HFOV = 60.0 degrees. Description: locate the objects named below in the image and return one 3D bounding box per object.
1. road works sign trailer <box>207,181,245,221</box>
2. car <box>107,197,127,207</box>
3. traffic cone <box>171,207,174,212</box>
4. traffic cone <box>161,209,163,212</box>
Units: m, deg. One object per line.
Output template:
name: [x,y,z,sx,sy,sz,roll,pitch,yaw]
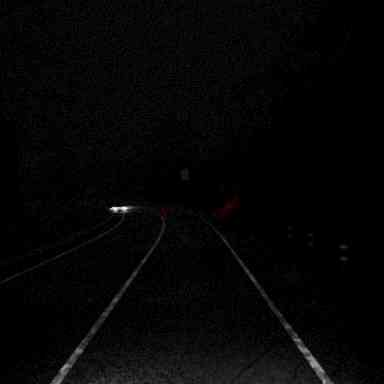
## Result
road works sign trailer: [1.912,0.444,22.325,2.380,2.880,3.560,-38,-1,7]
car: [-10.528,1.370,46.637,1.994,1.385,4.181,-3,1,-27]
traffic cone: [-2.083,1.777,34.784,0.340,0.580,0.340,-1,1,-6]
traffic cone: [-2.323,1.913,28.718,0.340,0.580,0.340,-1,1,-7]
